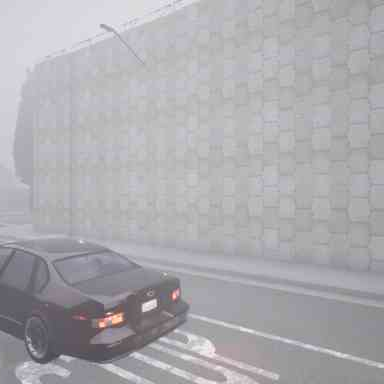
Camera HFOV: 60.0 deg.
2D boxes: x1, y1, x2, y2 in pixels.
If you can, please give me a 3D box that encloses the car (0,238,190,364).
[{"bbox_3d":[-2.611,1.547,5.841,5.357,1.411,2.033,0,0,35],"label":"car"}]
